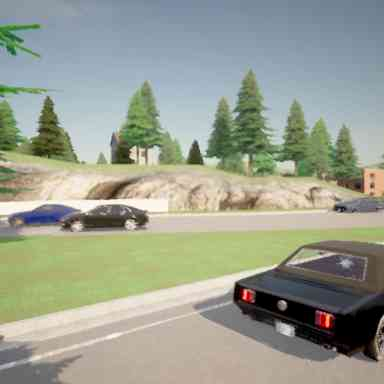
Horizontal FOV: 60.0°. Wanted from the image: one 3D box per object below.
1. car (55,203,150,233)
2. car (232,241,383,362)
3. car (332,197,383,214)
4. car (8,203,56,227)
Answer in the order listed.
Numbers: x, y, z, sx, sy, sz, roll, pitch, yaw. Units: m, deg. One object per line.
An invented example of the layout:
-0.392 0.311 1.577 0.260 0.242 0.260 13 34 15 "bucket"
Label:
-4.890 1.442 19.052 4.892 1.490 1.837 0 0 -8 "car"
2.993 1.539 5.857 4.718 1.301 1.895 -1 0 -39 "car"
15.794 1.215 31.175 5.357 1.411 2.033 -1 0 -23 "car"
-9.514 1.490 21.932 4.674 1.442 1.812 -1 0 -8 "car"
